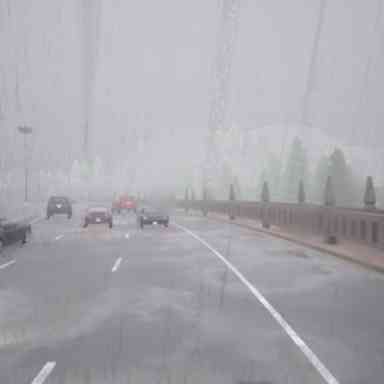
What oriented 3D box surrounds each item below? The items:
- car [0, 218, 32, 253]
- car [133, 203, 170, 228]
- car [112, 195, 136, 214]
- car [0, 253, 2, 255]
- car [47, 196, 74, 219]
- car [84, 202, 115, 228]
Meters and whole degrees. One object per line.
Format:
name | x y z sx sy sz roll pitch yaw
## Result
car | -8.043 1.686 13.274 1.895 1.301 4.718 0 0 -8
car | -2.847 1.698 23.221 1.895 1.301 4.718 0 0 -13
car | -8.083 1.428 39.464 2.150 2.045 5.566 0 0 -22
car | -3.538 1.569 1.871 2.033 1.411 5.357 0 0 -2
car | -12.749 1.427 32.186 2.150 2.045 5.566 0 0 -19
car | -6.571 1.648 23.604 1.812 1.442 4.674 0 0 -13
